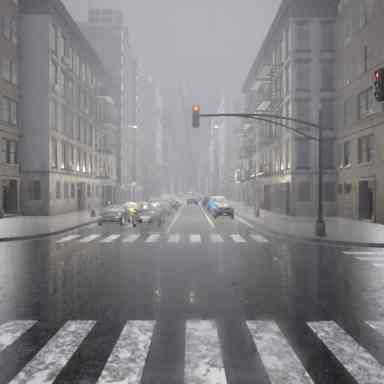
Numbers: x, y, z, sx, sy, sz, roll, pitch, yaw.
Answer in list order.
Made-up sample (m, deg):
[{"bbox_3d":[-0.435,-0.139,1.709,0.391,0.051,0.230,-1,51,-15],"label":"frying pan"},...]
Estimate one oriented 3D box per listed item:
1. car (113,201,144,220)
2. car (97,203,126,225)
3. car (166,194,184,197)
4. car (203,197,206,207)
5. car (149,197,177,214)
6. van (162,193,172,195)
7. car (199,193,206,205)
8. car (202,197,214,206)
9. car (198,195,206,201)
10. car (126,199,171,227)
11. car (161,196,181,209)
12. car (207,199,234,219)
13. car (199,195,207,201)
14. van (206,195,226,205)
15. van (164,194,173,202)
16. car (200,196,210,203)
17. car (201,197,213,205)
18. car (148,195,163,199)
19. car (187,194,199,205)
[{"bbox_3d":[-5.398,1.523,28.723,1.752,1.417,4.829,0,0,0],"label":"car"},{"bbox_3d":[-5.392,1.549,23.486,2.008,1.369,4.403,0,0,0],"label":"car"},{"bbox_3d":[-2.801,1.473,53.006,1.882,1.535,5.008,0,0,1],"label":"car"},{"bbox_3d":[2.639,1.578,39.707,1.802,1.307,4.206,0,0,0],"label":"car"},{"bbox_3d":[-2.848,1.544,32.738,2.033,1.411,5.357,0,0,0],"label":"car"},{"bbox_3d":[-5.435,1.336,66.736,1.690,1.788,3.998,0,0,0],"label":"van"},{"bbox_3d":[2.641,1.311,50.519,2.192,1.841,5.009,0,0,0],"label":"car"},{"bbox_3d":[2.642,1.562,55.925,1.947,1.339,4.313,0,0,0],"label":"car"},{"bbox_3d":[2.648,1.560,88.363,1.947,1.339,4.313,0,0,0],"label":"car"},{"bbox_3d":[-2.851,1.489,22.855,2.128,1.511,4.902,0,0,0],"label":"car"},{"bbox_3d":[-2.838,1.560,42.752,1.994,1.385,4.181,0,0,1],"label":"car"},{"bbox_3d":[2.637,1.548,28.894,2.008,1.369,4.403,0,0,0],"label":"car"},{"bbox_3d":[2.647,1.539,82.957,1.887,1.381,4.507,0,0,0],"label":"car"},{"bbox_3d":[2.638,1.338,34.300,1.690,1.788,3.998,0,0,0],"label":"van"},{"bbox_3d":[-5.446,1.336,77.548,1.690,1.788,3.998,0,0,0],"label":"van"},{"bbox_3d":[2.644,1.521,66.907,1.752,1.417,4.829,0,0,0],"label":"car"},{"bbox_3d":[2.643,1.546,61.332,2.008,1.369,4.403,0,0,0],"label":"car"},{"bbox_3d":[-5.414,1.436,45.111,1.967,1.590,4.097,0,0,0],"label":"car"},{"bbox_3d":[0.094,1.501,57.056,1.837,1.490,4.892,0,0,0],"label":"car"}]
